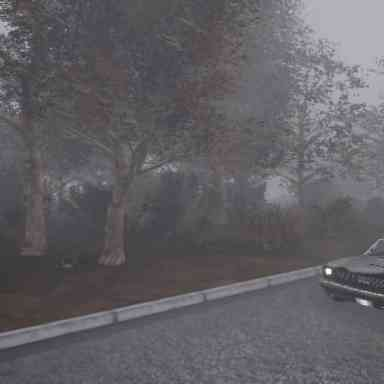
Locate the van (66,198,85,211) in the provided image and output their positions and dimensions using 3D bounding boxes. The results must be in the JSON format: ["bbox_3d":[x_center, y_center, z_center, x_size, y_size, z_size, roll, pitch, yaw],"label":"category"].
[{"bbox_3d":[-19.915,2.047,56.596,1.878,1.987,4.442,0,0,-36],"label":"van"}]

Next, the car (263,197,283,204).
[{"bbox_3d":[21.028,2.184,86.087,2.163,1.488,4.792,0,0,-36],"label":"car"}]

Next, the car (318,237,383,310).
[{"bbox_3d":[4.814,1.634,7.122,4.718,1.301,1.895,0,0,-36],"label":"car"}]

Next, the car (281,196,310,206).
[{"bbox_3d":[21.987,1.915,70.687,2.435,2.045,5.566,0,0,-36],"label":"car"}]

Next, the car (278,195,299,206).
[{"bbox_3d":[19.823,1.922,69.137,2.435,2.045,5.566,0,0,-36],"label":"car"}]

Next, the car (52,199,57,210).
[{"bbox_3d":[-18.710,2.043,41.482,2.435,2.045,5.566,0,0,-36],"label":"car"}]

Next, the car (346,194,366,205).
[{"bbox_3d":[21.166,1.212,44.738,2.150,2.045,5.566,4,-3,-34],"label":"car"}]

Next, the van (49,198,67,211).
[{"bbox_3d":[-22.194,2.054,54.965,1.878,1.987,4.442,0,0,-36],"label":"van"}]

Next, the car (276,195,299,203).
[{"bbox_3d":[25.619,1.904,89.302,2.435,2.045,5.566,0,0,-36],"label":"car"}]
